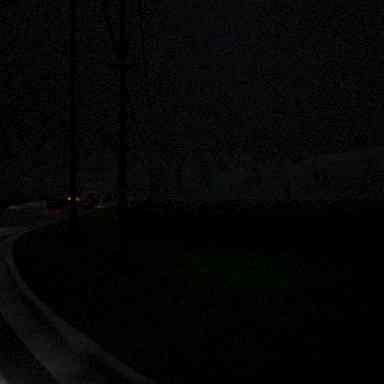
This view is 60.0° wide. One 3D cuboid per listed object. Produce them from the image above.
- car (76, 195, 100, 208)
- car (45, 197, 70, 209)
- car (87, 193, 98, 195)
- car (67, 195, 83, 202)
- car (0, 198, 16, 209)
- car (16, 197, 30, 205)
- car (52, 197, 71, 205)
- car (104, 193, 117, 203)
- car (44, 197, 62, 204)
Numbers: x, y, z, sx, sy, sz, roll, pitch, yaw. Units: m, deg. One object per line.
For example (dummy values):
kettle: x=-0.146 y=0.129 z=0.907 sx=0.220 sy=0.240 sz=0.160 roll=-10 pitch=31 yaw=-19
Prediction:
car: x=-14.824 y=1.561 z=47.798 sx=1.994 sy=1.385 sz=4.181 roll=0 pitch=0 yaw=-6
car: x=-18.048 y=1.488 z=44.982 sx=2.128 sy=1.511 sz=4.902 roll=0 pitch=0 yaw=-6
car: x=-20.696 y=1.220 z=69.522 sx=2.150 sy=2.045 sz=5.566 roll=0 pitch=0 yaw=-6
car: x=-24.179 y=1.306 z=68.961 sx=1.882 sy=1.535 sz=5.008 roll=0 pitch=0 yaw=-6
car: x=-24.787 y=1.489 z=42.123 sx=2.128 sy=1.511 sz=4.902 roll=0 pitch=0 yaw=-6
car: x=-29.954 y=1.596 z=57.870 sx=1.895 sy=1.301 sz=4.718 roll=0 pitch=0 yaw=-6
car: x=-23.140 y=1.597 z=59.042 sx=1.895 sy=1.301 sz=4.718 roll=0 pitch=0 yaw=-6
car: x=-17.231 y=1.221 z=70.073 sx=2.150 sy=2.045 sz=5.566 roll=0 pitch=0 yaw=-6
car: x=-27.268 y=1.594 z=65.488 sx=1.895 sy=1.301 sz=4.718 roll=0 pitch=0 yaw=-6
